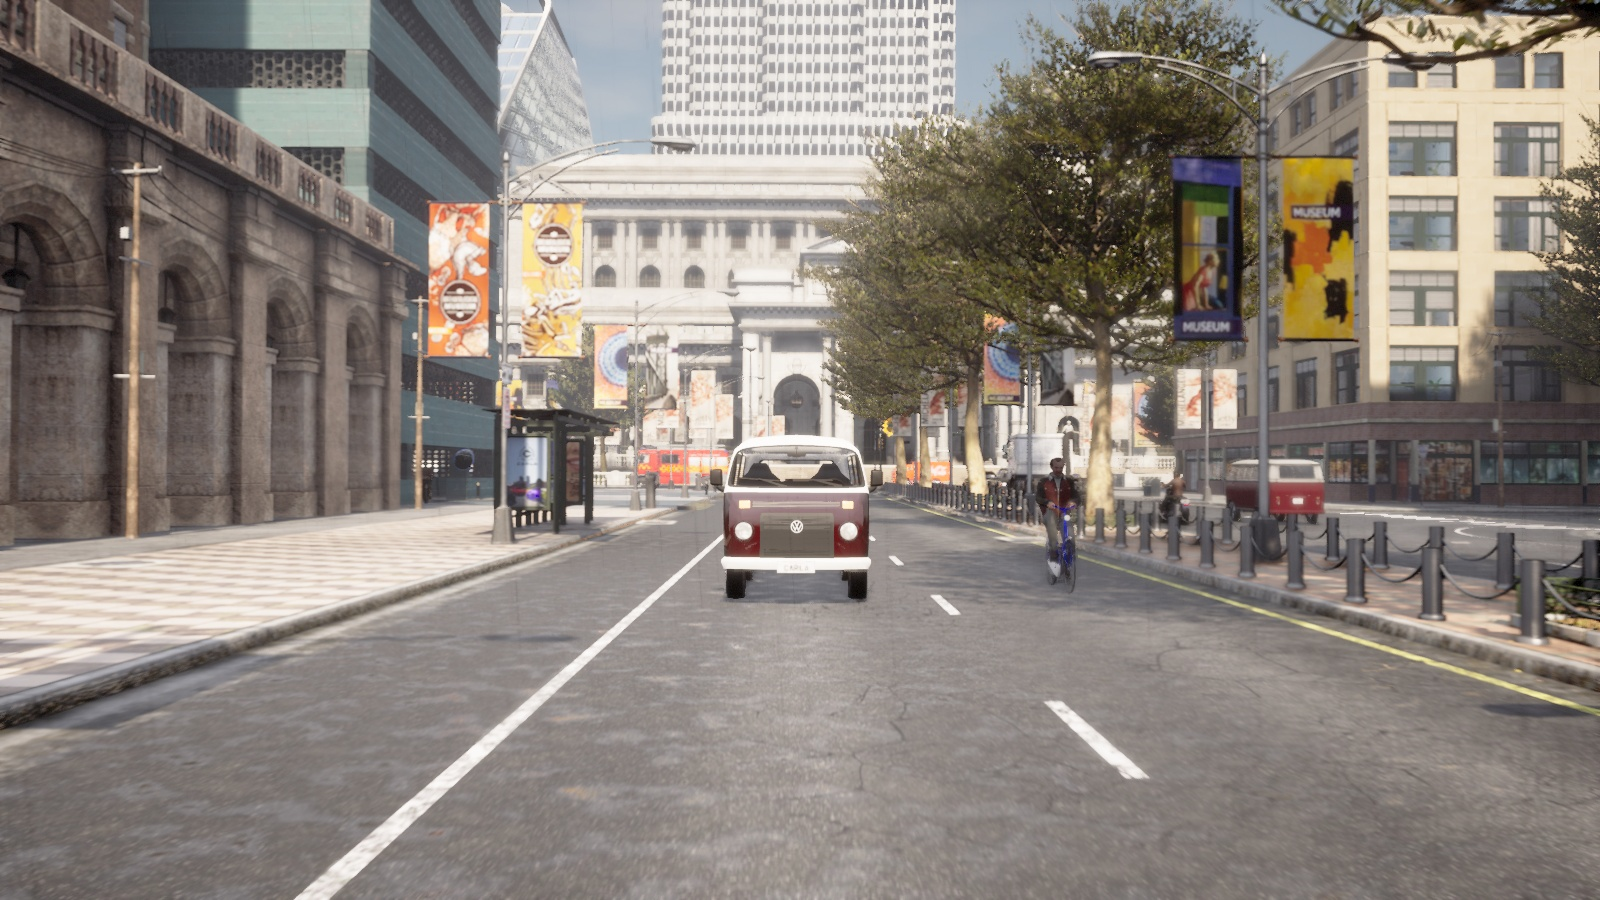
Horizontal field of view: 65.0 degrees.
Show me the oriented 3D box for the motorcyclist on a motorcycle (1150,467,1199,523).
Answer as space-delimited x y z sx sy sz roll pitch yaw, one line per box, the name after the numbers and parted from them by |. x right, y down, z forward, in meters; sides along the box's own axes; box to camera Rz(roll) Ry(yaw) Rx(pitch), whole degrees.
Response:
11.406 1.361 38.332 0.766 1.649 2.350 0 -1 0 | motorcyclist on a motorcycle

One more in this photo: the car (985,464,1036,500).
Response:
11.335 1.722 67.889 1.932 1.855 4.605 0 -1 0 | car

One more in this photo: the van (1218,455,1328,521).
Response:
14.902 1.174 39.790 1.775 1.987 4.442 0 -1 0 | van

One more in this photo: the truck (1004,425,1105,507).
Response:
11.358 0.738 56.812 2.891 3.462 7.936 0 -1 0 | truck

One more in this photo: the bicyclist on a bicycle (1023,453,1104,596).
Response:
3.459 0.950 16.631 0.659 1.776 1.843 0 -1 0 | bicyclist on a bicycle

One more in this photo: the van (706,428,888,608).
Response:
-0.042 0.815 16.540 2.069 2.038 4.480 0 -1 0 | van
